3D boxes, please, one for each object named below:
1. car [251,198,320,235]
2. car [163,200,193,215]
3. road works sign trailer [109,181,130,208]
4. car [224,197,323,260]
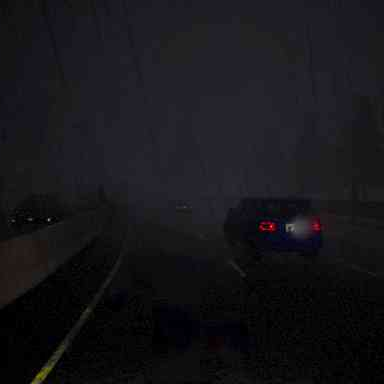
[{"bbox_3d":[5.191,1.279,19.206,2.097,1.767,4.553,0,0,-10],"label":"car"},{"bbox_3d":[-1.430,1.433,31.974,2.033,1.411,5.357,0,0,-18],"label":"car"},{"bbox_3d":[-9.569,0.314,43.581,2.380,3.560,2.880,0,0,-28],"label":"road works sign trailer"},{"bbox_3d":[2.733,1.175,12.415,2.150,2.045,5.566,0,0,-7],"label":"car"}]
